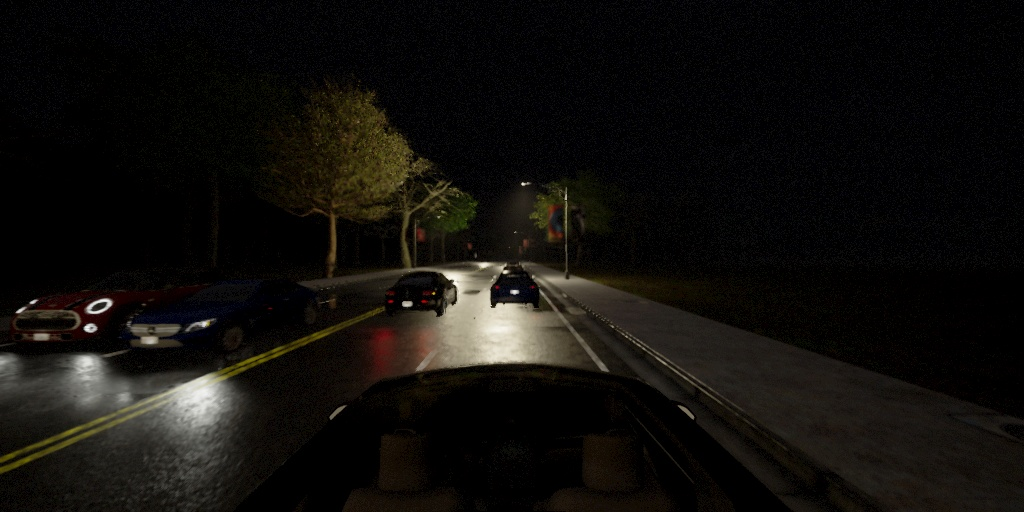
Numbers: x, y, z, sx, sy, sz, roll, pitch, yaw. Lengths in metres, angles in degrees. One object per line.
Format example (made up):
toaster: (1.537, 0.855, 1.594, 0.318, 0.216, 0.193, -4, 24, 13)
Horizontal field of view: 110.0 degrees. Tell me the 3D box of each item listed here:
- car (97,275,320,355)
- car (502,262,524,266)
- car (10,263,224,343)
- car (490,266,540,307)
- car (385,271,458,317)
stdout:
car: (-6.591, 1.275, 8.855, 1.812, 1.442, 4.674, 0, 0, 0)
car: (0.107, 1.257, 33.264, 1.837, 1.490, 4.892, 0, 0, 0)
car: (-9.838, 1.101, 9.742, 2.097, 1.767, 4.553, 0, 0, 0)
car: (0.103, 1.312, 15.400, 1.994, 1.385, 4.181, 0, 0, 0)
car: (-3.161, 1.274, 13.098, 1.812, 1.442, 4.674, 0, 0, 0)
